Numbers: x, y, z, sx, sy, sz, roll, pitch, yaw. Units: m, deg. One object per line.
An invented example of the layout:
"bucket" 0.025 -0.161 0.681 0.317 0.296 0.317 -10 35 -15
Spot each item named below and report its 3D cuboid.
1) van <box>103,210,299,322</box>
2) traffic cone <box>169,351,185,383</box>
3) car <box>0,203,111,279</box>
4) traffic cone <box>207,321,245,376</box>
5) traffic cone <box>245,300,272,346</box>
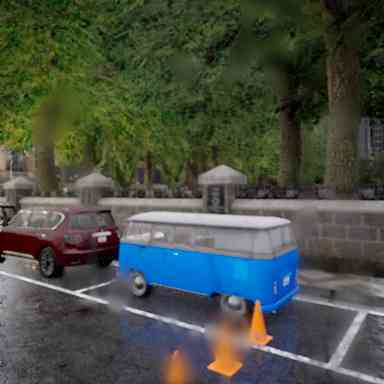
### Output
"van" 0.168 1.351 6.979 3.998 1.788 1.690 0 0 36
"traffic cone" -0.158 1.961 3.473 0.340 0.580 0.340 0 0 36
"car" -4.320 1.337 10.200 5.009 1.841 2.192 0 0 36
"traffic cone" 0.425 1.961 4.286 0.340 0.580 0.340 0 0 36
"traffic cone" 1.008 1.961 5.098 0.340 0.580 0.340 0 0 36
